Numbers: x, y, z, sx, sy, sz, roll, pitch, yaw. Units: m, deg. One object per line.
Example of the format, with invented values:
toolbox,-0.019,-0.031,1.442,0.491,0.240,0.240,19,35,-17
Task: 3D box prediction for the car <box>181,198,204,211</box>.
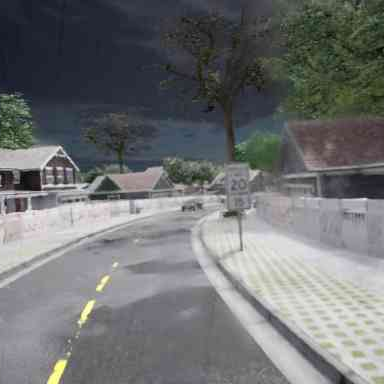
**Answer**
car,0.097,1.614,42.473,1.837,1.490,4.892,-3,0,18
